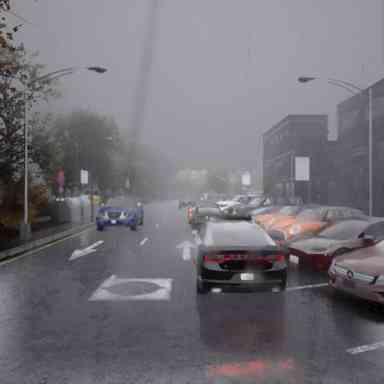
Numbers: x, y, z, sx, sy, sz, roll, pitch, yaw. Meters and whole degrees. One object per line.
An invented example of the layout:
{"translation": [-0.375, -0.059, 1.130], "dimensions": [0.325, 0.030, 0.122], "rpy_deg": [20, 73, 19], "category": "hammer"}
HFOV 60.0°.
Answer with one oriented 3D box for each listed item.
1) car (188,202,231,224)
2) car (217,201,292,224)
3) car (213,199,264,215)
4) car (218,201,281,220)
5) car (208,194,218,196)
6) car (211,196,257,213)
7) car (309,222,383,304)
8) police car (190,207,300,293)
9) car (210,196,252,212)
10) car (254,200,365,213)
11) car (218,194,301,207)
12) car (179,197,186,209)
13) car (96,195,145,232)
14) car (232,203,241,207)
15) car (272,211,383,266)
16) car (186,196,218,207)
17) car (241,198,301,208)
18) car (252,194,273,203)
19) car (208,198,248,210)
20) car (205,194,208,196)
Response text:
{"translation": [0.860, 1.516, 18.873], "dimensions": [1.837, 1.490, 4.892], "rpy_deg": [0, 0, -1], "category": "car"}
{"translation": [4.746, 1.500, 25.168], "dimensions": [5.366, 1.575, 1.946], "rpy_deg": [1, 0, -21], "category": "car"}
{"translation": [4.764, 1.557, 34.228], "dimensions": [4.792, 1.488, 2.163], "rpy_deg": [1, 0, -21], "category": "car"}
{"translation": [4.847, 1.542, 28.227], "dimensions": [4.792, 1.488, 2.163], "rpy_deg": [1, 0, -21], "category": "car"}
{"translation": [4.810, 1.268, 31.229], "dimensions": [5.566, 2.045, 2.435], "rpy_deg": [1, 0, -21], "category": "car"}
{"translation": [4.714, 1.410, 37.242], "dimensions": [4.553, 1.767, 2.185], "rpy_deg": [1, 0, -21], "category": "car"}
{"translation": [5.196, 1.527, 7.227], "dimensions": [4.674, 1.452, 2.002], "rpy_deg": [1, 0, -21], "category": "car"}
{"translation": [1.019, 1.426, 8.984], "dimensions": [1.930, 1.638, 5.238], "rpy_deg": [0, 0, -1], "category": "police car"}
{"translation": [4.669, 1.420, 40.243], "dimensions": [4.553, 1.767, 2.185], "rpy_deg": [1, 0, -21], "category": "car"}
{"translation": [5.130, 1.365, 13.239], "dimensions": [4.553, 1.767, 2.185], "rpy_deg": [1, 0, -21], "category": "car"}
{"translation": [4.953, 1.249, 22.213], "dimensions": [5.566, 2.045, 2.435], "rpy_deg": [1, 0, -21], "category": "car"}
{"translation": [-0.750, 1.436, 46.807], "dimensions": [2.097, 1.767, 4.553], "rpy_deg": [0, 0, 0], "category": "car"}
{"translation": [-4.250, 1.233, 20.574], "dimensions": [2.150, 2.045, 5.566], "rpy_deg": [0, 0, -1], "category": "car"}
{"translation": [5.003, 1.536, 19.235], "dimensions": [4.674, 1.452, 2.002], "rpy_deg": [1, 0, -21], "category": "car"}
{"translation": [5.117, 1.517, 10.218], "dimensions": [4.792, 1.488, 2.163], "rpy_deg": [1, 0, -21], "category": "car"}
{"translation": [0.769, 1.371, 24.843], "dimensions": [2.097, 1.767, 4.553], "rpy_deg": [0, 0, -1], "category": "car"}
{"translation": [5.084, 1.367, 16.240], "dimensions": [4.553, 1.767, 2.185], "rpy_deg": [1, 0, -21], "category": "car"}
{"translation": [16.999, 1.455, 80.513], "dimensions": [2.435, 2.045, 5.566], "rpy_deg": [0, 0, -22], "category": "car"}
{"translation": [4.656, 1.597, 43.251], "dimensions": [4.674, 1.452, 2.002], "rpy_deg": [1, 0, -21], "category": "car"}
{"translation": [4.642, 1.442, 46.260], "dimensions": [4.553, 1.767, 2.185], "rpy_deg": [1, 0, -21], "category": "car"}
